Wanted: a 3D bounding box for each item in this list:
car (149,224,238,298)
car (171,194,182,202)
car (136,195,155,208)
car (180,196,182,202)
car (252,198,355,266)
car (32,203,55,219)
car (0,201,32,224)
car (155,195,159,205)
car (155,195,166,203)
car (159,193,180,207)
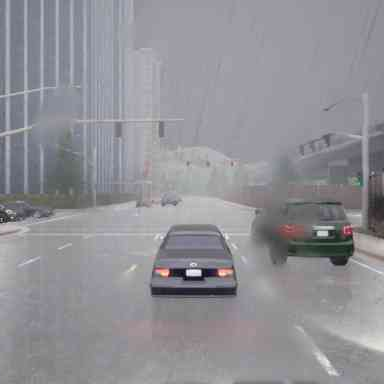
[{"bbox_3d":[0.058,1.547,8.683,2.033,1.411,5.357,0,0,1],"label":"car"},{"bbox_3d":[-3.474,1.352,75.515,2.097,1.767,4.553,0,0,0],"label":"car"},{"bbox_3d":[-7.075,1.504,48.942,1.837,1.490,4.892,0,0,0],"label":"car"},{"bbox_3d":[-3.538,1.352,62.565,2.097,1.767,4.553,0,0,0],"label":"car"},{"bbox_3d":[3.575,1.221,11.716,2.150,2.045,5.566,0,0,1],"label":"car"},{"bbox_3d":[-14.431,1.559,28.666,4.892,1.490,1.837,0,0,-2],"label":"car"},{"bbox_3d":[-14.843,1.407,24.754,4.553,1.767,2.097,0,0,4],"label":"car"},{"bbox_3d":[-7.055,1.352,59.279,2.097,1.767,4.553,0,0,0],"label":"car"},{"bbox_3d":[-6.975,1.524,74.205,2.128,1.511,4.902,0,0,0],"label":"car"},{"bbox_3d":[-3.570,1.221,52.869,2.150,2.045,5.566,0,0,0],"label":"car"}]
